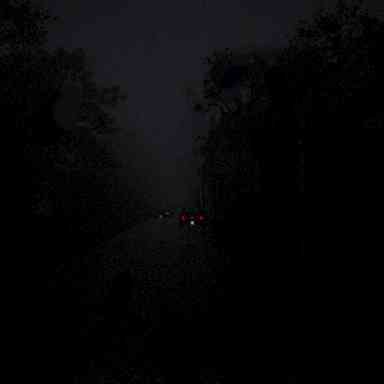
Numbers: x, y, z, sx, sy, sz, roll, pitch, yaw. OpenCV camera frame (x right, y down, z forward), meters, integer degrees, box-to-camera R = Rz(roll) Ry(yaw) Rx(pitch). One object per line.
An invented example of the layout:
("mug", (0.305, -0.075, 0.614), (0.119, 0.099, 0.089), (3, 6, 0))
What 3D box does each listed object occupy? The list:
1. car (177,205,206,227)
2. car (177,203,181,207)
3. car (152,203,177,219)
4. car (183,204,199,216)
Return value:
("car", (0.015, 1.872, 25.231), (1.895, 1.301, 4.718), (0, -1, 0))
("car", (-3.287, 3.183, 76.932), (1.994, 1.385, 4.181), (0, -2, -1))
("car", (-2.988, 1.999, 34.532), (2.033, 1.411, 5.357), (0, -1, 0))
("car", (-0.089, 2.219, 41.629), (1.895, 1.301, 4.718), (0, -1, 0))
